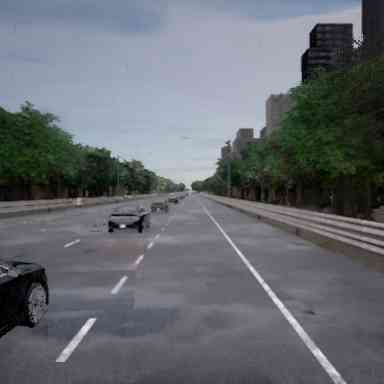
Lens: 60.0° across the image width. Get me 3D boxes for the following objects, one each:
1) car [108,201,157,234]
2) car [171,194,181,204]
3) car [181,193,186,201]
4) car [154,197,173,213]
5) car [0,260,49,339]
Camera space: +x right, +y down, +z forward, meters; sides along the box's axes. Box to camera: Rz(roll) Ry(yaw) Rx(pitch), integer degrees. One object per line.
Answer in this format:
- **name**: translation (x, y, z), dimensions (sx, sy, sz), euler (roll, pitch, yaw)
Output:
- **car**: translation (-3.497, 1.500, 19.241), dimensions (2.128, 1.511, 4.902), euler (0, 0, 0)
- **car**: translation (-3.491, 1.574, 63.240), dimensions (1.837, 1.490, 4.892), euler (0, 0, 0)
- **car**: translation (-3.487, 1.423, 90.894), dimensions (2.097, 1.767, 4.553), euler (0, 0, 0)
- **car**: translation (-3.495, 1.537, 37.242), dimensions (1.837, 1.490, 4.892), euler (0, 0, 0)
- **car**: translation (-3.501, 1.492, 4.106), dimensions (2.128, 1.511, 4.902), euler (0, 0, 0)
